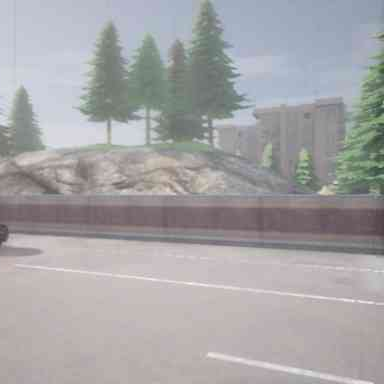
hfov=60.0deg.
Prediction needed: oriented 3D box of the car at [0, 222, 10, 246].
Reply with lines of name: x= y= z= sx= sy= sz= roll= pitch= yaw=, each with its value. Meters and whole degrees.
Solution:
car: x=-10.337 y=1.711 z=14.654 sx=4.892 sy=1.490 sz=1.837 roll=0 pitch=-1 yaw=21
